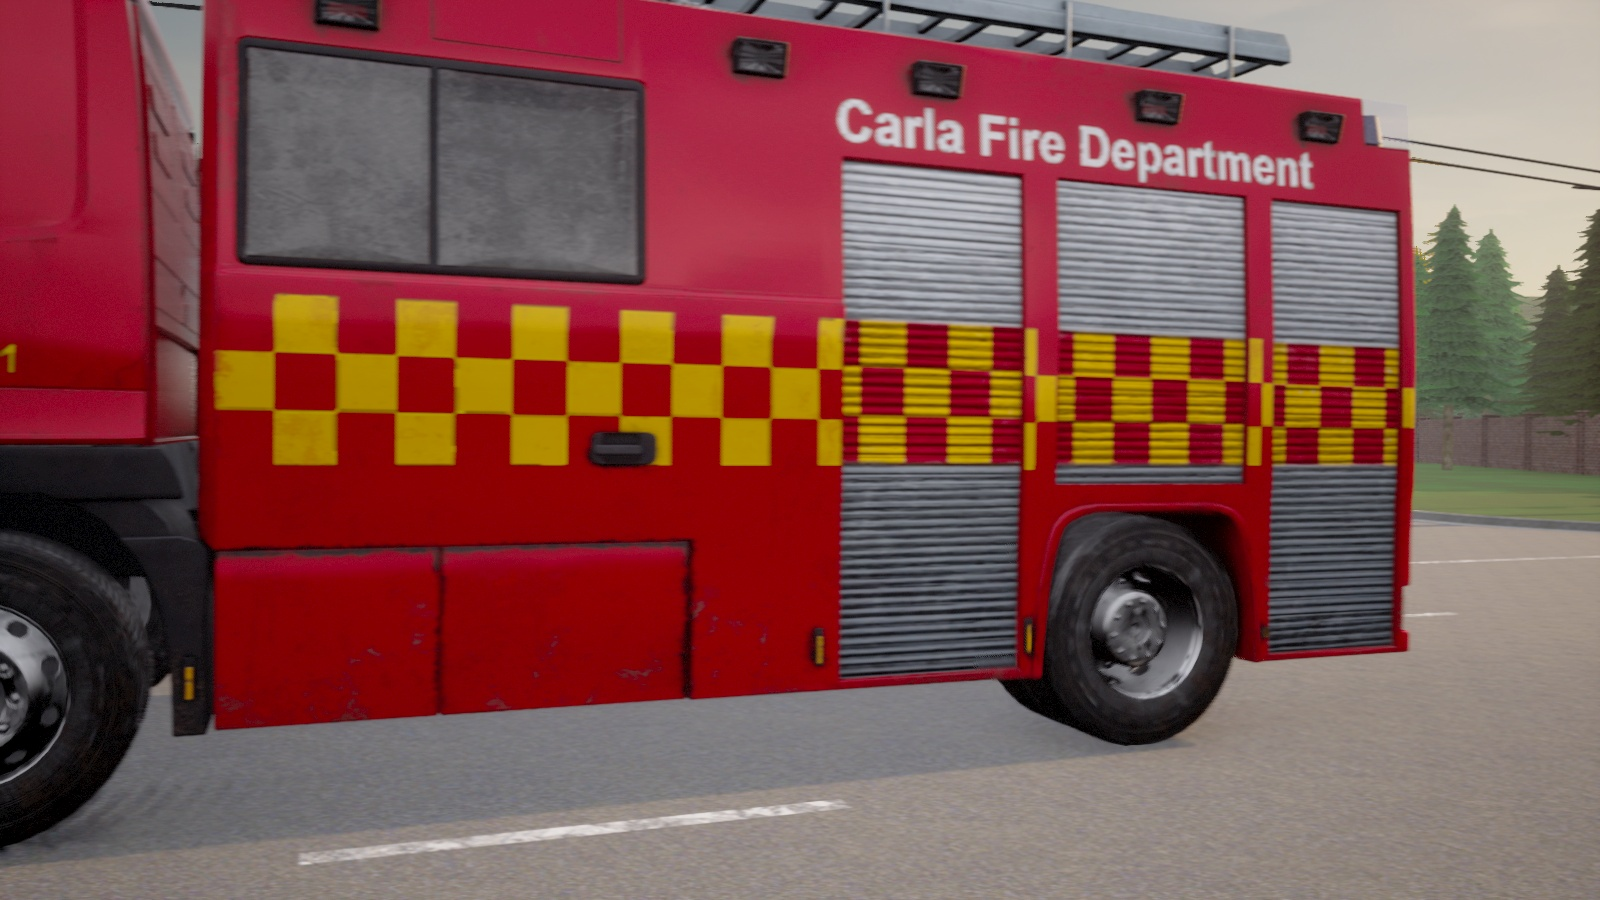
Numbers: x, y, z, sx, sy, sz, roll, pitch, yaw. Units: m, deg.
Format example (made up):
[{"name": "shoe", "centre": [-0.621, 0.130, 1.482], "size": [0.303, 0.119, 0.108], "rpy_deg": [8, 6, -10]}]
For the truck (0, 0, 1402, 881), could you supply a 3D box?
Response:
[{"name": "truck", "centre": [-1.297, -0.456, 6.476], "size": [8.468, 3.827, 2.891], "rpy_deg": [-1, 1, -21]}]
